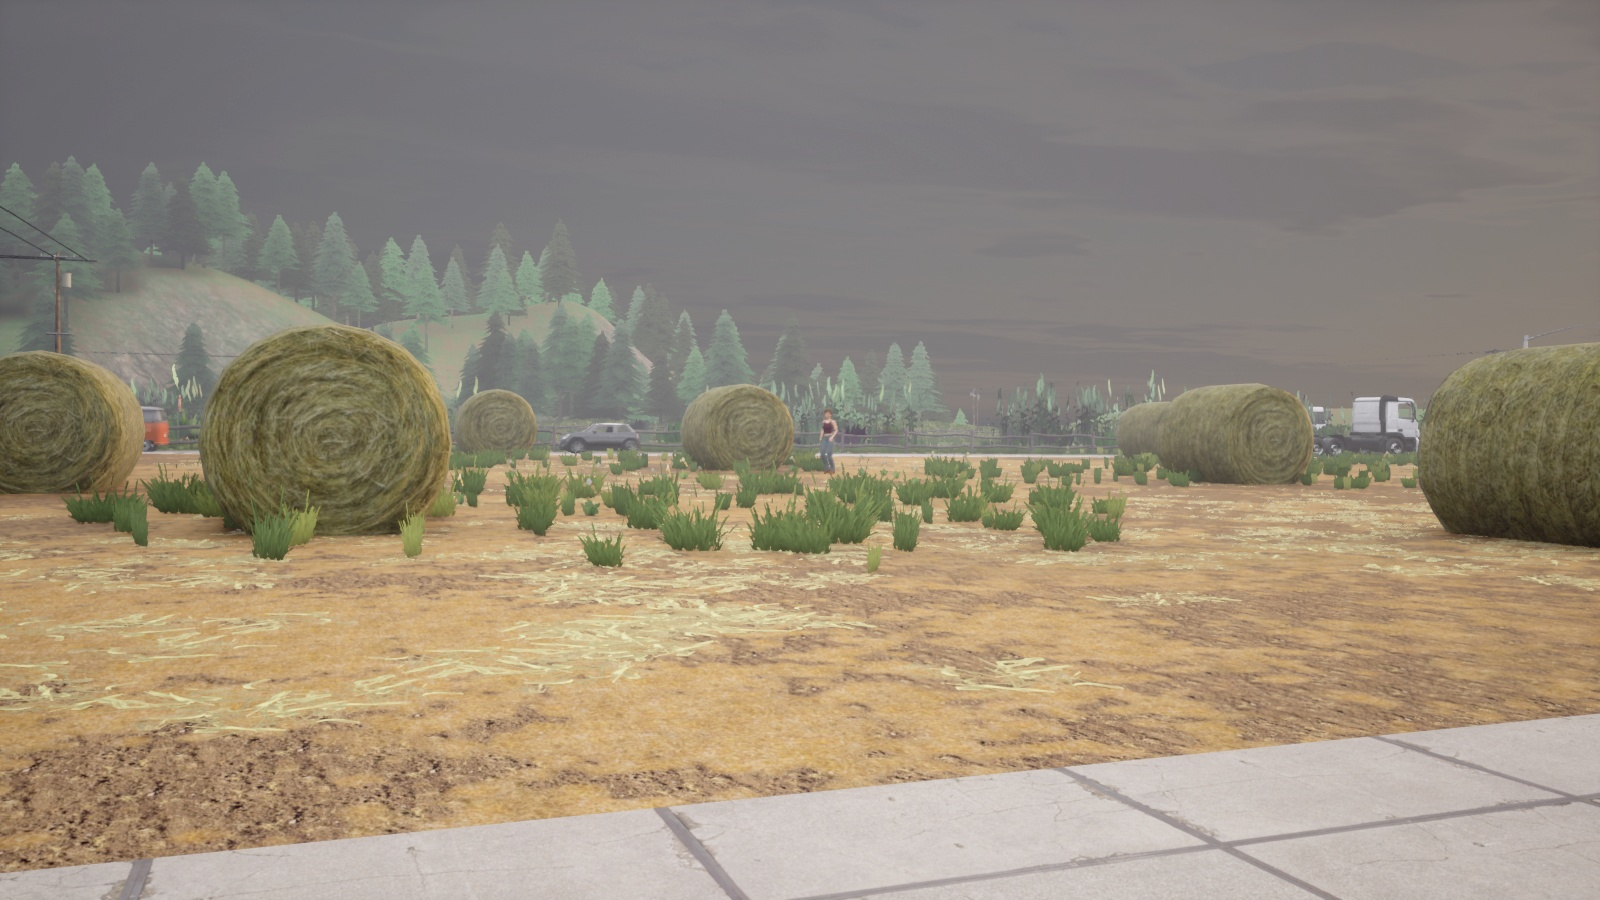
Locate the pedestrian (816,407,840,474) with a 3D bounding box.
[{"bbox_3d":[0.770,-0.275,34.719,0.345,1.836,0.594,0,2,38],"label":"pedestrian"}]

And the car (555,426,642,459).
[{"bbox_3d":[-9.606,-0.385,59.799,3.806,1.475,1.970,-1,1,-17],"label":"car"}]

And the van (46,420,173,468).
[{"bbox_3d":[-29.473,-0.275,53.734,4.442,1.987,1.775,-1,1,-17],"label":"van"}]

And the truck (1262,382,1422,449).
[{"bbox_3d":[29.341,-1.891,68.007,7.936,3.462,2.891,-1,1,-17],"label":"truck"}]
